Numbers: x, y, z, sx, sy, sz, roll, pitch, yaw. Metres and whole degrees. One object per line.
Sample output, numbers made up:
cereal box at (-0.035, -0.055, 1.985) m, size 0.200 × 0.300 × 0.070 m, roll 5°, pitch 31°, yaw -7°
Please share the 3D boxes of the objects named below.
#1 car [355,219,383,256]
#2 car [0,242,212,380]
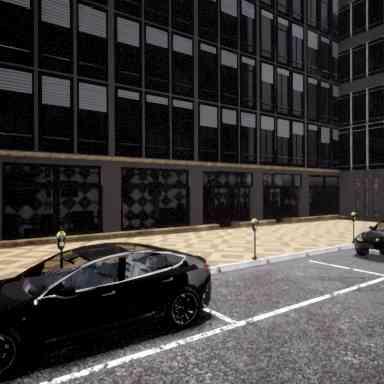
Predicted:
car at (7.657, 1.564, 11.993) m, size 4.313 × 1.339 × 1.947 m, roll 0°, pitch 0°, yaw -35°
car at (-1.632, 1.566, 5.395) m, size 4.313 × 1.339 × 1.947 m, roll 0°, pitch 0°, yaw -35°
